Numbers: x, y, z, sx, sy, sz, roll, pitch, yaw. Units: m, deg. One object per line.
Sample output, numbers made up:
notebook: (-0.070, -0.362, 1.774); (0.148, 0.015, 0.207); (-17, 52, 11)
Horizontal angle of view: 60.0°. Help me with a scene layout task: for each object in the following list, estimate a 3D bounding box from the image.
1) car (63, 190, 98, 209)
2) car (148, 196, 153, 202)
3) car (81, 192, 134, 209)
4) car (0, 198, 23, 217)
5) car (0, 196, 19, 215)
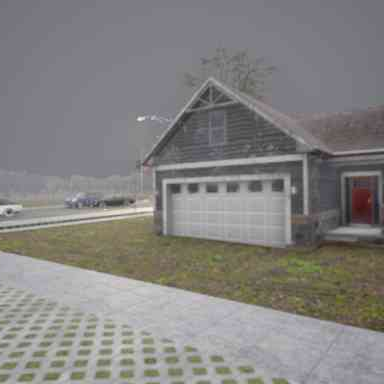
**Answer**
car: (-10.948, 0.744, 34.445); (2.097, 1.767, 4.553); (-1, 1, 37)
car: (-3.617, 0.632, 43.922); (1.895, 1.301, 4.718); (-1, 1, 39)
car: (-8.093, 0.928, 32.823); (1.895, 1.301, 4.718); (-1, 1, 38)
car: (-14.946, 1.272, 23.889); (1.895, 1.301, 4.718); (-1, 1, 37)
car: (-16.858, 1.193, 26.778); (1.837, 1.490, 4.892); (-1, 1, 36)
